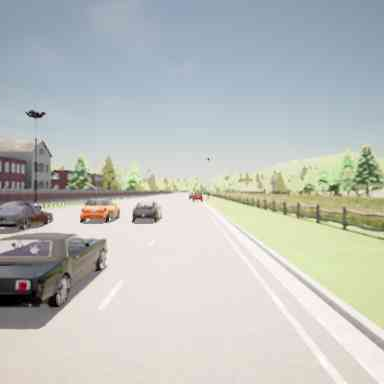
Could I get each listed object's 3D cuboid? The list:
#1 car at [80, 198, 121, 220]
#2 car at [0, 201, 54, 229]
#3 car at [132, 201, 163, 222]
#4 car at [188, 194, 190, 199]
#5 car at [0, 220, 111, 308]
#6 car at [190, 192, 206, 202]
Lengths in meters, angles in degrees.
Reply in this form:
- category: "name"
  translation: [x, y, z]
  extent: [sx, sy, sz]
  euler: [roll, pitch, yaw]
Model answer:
- category: "car"
  translation: [-6.897, 1.310, 25.450]
  extent: [2.097, 1.767, 4.553]
  euler: [0, 0, 0]
- category: "car"
  translation: [-10.398, 1.514, 20.363]
  extent: [2.033, 1.411, 5.357]
  euler: [0, 0, 0]
- category: "car"
  translation: [-3.396, 1.449, 25.716]
  extent: [2.128, 1.511, 4.902]
  euler: [0, 0, 0]
- category: "car"
  translation: [0.012, 1.250, 88.148]
  extent: [1.812, 1.442, 4.674]
  euler: [0, 0, 0]
- category: "car"
  translation: [-3.399, 1.588, 7.798]
  extent: [1.895, 1.301, 4.718]
  euler: [0, 0, 0]
- category: "car"
  translation: [1.234, 1.106, 70.954]
  extent: [2.150, 2.045, 5.566]
  euler: [0, 0, 0]
